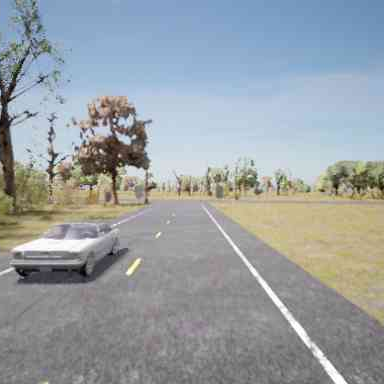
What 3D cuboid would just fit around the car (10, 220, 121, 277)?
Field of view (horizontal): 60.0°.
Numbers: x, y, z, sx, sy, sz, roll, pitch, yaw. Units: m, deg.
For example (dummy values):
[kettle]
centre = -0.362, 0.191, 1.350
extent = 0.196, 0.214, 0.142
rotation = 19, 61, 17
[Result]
[car]
centre = -3.602, 1.597, 10.385
extent = 1.895, 1.301, 4.718
rotation = 0, 0, 0
